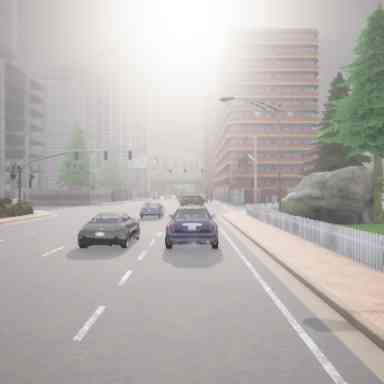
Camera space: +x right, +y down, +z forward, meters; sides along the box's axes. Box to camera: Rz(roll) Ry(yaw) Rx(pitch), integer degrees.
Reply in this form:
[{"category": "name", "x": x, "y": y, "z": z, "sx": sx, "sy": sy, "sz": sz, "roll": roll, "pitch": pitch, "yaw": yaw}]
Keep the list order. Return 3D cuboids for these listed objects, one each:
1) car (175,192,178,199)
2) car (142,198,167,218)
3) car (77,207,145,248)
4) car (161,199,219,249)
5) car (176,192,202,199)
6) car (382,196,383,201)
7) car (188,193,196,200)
[{"category": "car", "x": -3.500, "y": 1.091, "z": 92.017, "sx": 2.150, "sy": 2.045, "sz": 5.566, "roll": 0, "pitch": 0, "yaw": 0}, {"category": "car", "x": -3.500, "y": 1.561, "z": 29.650, "sx": 2.033, "sy": 1.411, "sz": 5.357, "roll": 0, "pitch": 0, "yaw": 0}, {"category": "car", "x": -3.500, "y": 1.570, "z": 14.650, "sx": 1.994, "sy": 1.385, "sz": 4.181, "roll": 0, "pitch": 0, "yaw": 0}, {"category": "car", "x": 0.000, "y": 1.364, "z": 14.620, "sx": 2.097, "sy": 1.767, "sz": 4.553, "roll": 0, "pitch": 0, "yaw": 0}, {"category": "car", "x": 0.000, "y": 1.256, "z": 29.680, "sx": 2.150, "sy": 2.045, "sz": 5.566, "roll": 0, "pitch": 0, "yaw": 0}, {"category": "car", "x": 39.904, "y": 1.481, "z": 68.472, "sx": 2.033, "sy": 1.411, "sz": 5.357, "roll": 0, "pitch": 0, "yaw": 27}, {"category": "car", "x": 0.000, "y": 1.234, "z": 92.269, "sx": 2.097, "sy": 1.767, "sz": 4.553, "roll": 0, "pitch": 0, "yaw": 0}]
